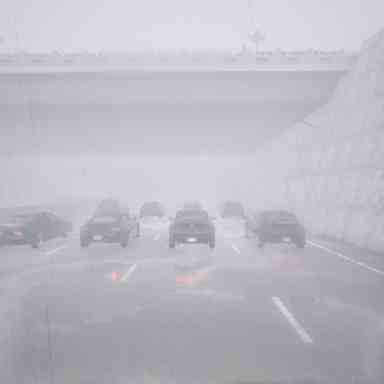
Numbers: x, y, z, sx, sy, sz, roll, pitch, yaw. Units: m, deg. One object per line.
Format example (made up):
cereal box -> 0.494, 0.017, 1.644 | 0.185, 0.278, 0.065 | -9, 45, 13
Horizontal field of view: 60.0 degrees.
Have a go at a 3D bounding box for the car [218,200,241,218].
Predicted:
car -> 3.500, 1.514, 29.650 | 1.837, 1.490, 4.892 | 0, 0, 0

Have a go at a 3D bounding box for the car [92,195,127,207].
car -> -7.000, 1.363, 29.620 | 2.097, 1.767, 4.553 | 0, 0, 0

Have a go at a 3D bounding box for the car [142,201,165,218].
car -> -3.500, 1.530, 29.650 | 1.812, 1.442, 4.674 | 0, 0, 0

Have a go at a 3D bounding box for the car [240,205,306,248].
car -> 3.500, 1.514, 14.650 | 1.837, 1.490, 4.892 | 0, 0, 0

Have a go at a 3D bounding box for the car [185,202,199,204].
car -> 0.000, 1.570, 29.650 | 1.994, 1.385, 4.181 | 0, 0, 0

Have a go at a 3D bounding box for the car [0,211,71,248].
car -> -7.000, 1.560, 14.650 | 2.033, 1.411, 5.357 | 0, 0, 0

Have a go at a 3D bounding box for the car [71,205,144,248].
car -> -3.500, 1.530, 14.650 | 1.812, 1.442, 4.674 | 0, 0, 0

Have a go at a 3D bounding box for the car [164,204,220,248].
car -> 0.000, 1.514, 14.650 | 1.837, 1.490, 4.892 | 0, 0, 0

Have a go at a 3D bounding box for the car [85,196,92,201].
car -> -20.968, 1.492, 72.931 | 2.033, 1.411, 5.357 | 0, 0, 0

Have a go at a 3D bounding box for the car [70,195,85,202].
car -> -24.468, 1.452, 72.935 | 1.837, 1.490, 4.892 | 0, 0, 0

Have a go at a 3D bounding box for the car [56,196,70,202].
car -> -27.968, 1.491, 72.938 | 2.033, 1.411, 5.357 | 0, 0, 0

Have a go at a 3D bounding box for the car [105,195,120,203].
car -> -17.468, 1.477, 72.927 | 2.128, 1.511, 4.902 | 0, 0, 0
